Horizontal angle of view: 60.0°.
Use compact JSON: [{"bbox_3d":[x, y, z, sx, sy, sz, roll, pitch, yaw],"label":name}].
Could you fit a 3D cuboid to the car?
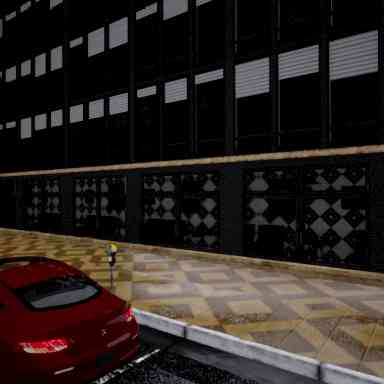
[{"bbox_3d":[-2.578,1.582,4.665,4.206,1.307,1.802,0,0,35],"label":"car"}]
